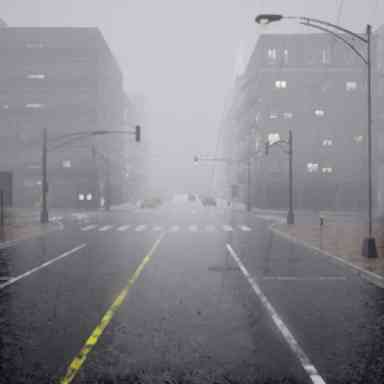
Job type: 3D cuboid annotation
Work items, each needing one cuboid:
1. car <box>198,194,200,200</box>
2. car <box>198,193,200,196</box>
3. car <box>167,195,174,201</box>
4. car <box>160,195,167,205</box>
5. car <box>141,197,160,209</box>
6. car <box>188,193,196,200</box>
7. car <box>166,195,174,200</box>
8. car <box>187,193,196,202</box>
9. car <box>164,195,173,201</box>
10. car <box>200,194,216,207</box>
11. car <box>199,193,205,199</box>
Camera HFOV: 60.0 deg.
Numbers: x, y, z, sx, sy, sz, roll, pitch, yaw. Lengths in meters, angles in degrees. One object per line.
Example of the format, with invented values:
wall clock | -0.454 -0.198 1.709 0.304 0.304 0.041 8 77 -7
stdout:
car | 2.642 1.488 66.189 1.802 1.307 4.206 1 0 0
car | 2.627 1.194 88.284 2.192 1.841 5.009 1 0 0
car | -5.747 1.417 77.073 1.752 1.417 4.829 1 0 0
car | -5.729 1.465 55.149 1.887 1.381 4.507 1 0 0
car | -5.719 1.461 43.933 1.752 1.417 4.829 1 0 0
car | -0.071 1.168 85.853 2.097 1.767 4.553 0 0 0
car | -5.757 1.423 88.290 1.887 1.381 4.507 1 0 0
car | -0.061 1.392 75.461 1.837 1.490 4.892 0 0 0
car | -5.752 1.436 82.767 2.008 1.369 4.403 1 0 0
car | 2.657 1.473 49.619 1.887 1.381 4.507 1 0 0
car | 2.653 1.360 55.142 1.967 1.590 4.097 1 0 0
